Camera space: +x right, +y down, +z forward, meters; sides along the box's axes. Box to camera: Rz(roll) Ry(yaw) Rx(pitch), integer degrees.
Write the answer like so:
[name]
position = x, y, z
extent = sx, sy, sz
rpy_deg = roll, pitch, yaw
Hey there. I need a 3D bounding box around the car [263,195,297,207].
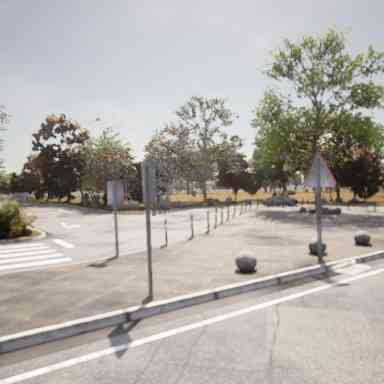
[car]
position = 10.981, 1.093, 41.692
extent = 4.181, 1.385, 1.994
rpy_deg = 0, 1, 0
